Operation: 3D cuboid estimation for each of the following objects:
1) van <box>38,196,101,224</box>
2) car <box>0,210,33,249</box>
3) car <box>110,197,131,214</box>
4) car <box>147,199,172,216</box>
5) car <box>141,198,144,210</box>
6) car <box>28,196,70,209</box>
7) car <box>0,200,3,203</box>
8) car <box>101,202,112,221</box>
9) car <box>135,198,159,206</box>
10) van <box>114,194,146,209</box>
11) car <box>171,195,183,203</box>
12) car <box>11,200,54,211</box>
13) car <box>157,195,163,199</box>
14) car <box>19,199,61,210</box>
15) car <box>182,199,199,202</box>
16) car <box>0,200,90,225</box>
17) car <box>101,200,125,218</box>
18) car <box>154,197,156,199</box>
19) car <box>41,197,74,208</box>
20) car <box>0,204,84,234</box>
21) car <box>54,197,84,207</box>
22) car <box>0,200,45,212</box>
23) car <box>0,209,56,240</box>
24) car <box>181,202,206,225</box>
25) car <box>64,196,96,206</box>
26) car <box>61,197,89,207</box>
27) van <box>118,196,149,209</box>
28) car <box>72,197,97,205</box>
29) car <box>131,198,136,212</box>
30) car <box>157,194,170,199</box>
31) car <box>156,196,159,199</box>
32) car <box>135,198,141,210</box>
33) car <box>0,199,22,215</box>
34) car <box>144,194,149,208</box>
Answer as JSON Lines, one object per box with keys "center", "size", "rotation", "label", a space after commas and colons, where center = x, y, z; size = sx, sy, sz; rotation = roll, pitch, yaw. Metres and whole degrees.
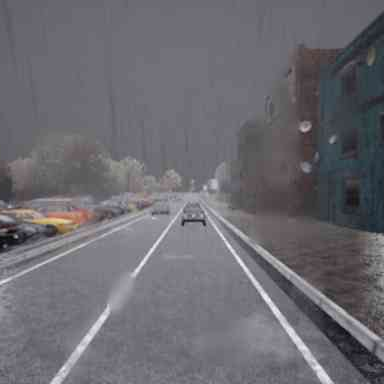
{"center": [-9.318, 1.494, 24.394], "size": [4.442, 1.987, 1.878], "rotation": [0, 0, 0], "label": "van"}
{"center": [-9.495, 1.634, 13.322], "size": [5.008, 1.535, 2.097], "rotation": [0, 0, 0], "label": "car"}
{"center": [-9.338, 1.673, 35.589], "size": [4.553, 1.767, 2.185], "rotation": [0, 0, 0], "label": "car"}
{"center": [-3.305, 1.786, 35.918], "size": [1.837, 1.490, 4.892], "rotation": [0, 0, 0], "label": "car"}
{"center": [-9.314, 1.854, 43.939], "size": [4.892, 1.521, 2.231], "rotation": [0, 0, 0], "label": "car"}
{"center": [-22.380, 1.651, 52.236], "size": [5.566, 2.045, 2.435], "rotation": [0, 0, 0], "label": "car"}
{"center": [-22.438, 1.527, 32.868], "size": [5.566, 2.045, 2.435], "rotation": [0, 0, 0], "label": "car"}
{"center": [-9.389, 1.770, 27.239], "size": [4.792, 1.488, 2.163], "rotation": [0, 0, 0], "label": "car"}
{"center": [-9.190, 2.045, 68.845], "size": [4.674, 1.452, 2.002], "rotation": [-1, 0, 1], "label": "car"}
{"center": [-9.188, 1.644, 46.723], "size": [4.442, 1.987, 1.878], "rotation": [0, 0, 0], "label": "van"}
{"center": [-3.113, 1.893, 77.320], "size": [1.994, 1.385, 4.181], "rotation": [0, 0, 0], "label": "car"}
{"center": [-22.389, 1.869, 46.790], "size": [5.008, 1.535, 2.097], "rotation": [0, 0, 0], "label": "car"}
{"center": [-9.005, 1.986, 66.203], "size": [5.366, 1.575, 1.946], "rotation": [0, 0, 0], "label": "car"}
{"center": [-22.554, 1.882, 49.451], "size": [5.366, 1.575, 1.946], "rotation": [0, 0, 0], "label": "car"}
{"center": [0.154, 1.811, 42.188], "size": [2.128, 1.511, 4.902], "rotation": [0, 0, 0], "label": "car"}
{"center": [-9.420, 1.573, 21.673], "size": [4.553, 1.767, 2.185], "rotation": [0, 0, 0], "label": "car"}
{"center": [-9.389, 1.819, 32.805], "size": [4.674, 1.452, 2.002], "rotation": [0, 0, 0], "label": "car"}
{"center": [-9.210, 1.968, 57.854], "size": [4.792, 1.488, 2.163], "rotation": [0, 0, 0], "label": "car"}
{"center": [-22.304, 1.794, 55.144], "size": [4.553, 1.767, 2.185], "rotation": [0, 0, 0], "label": "car"}
{"center": [-9.282, 1.675, 18.888], "size": [5.366, 1.575, 1.946], "rotation": [0, 0, 0], "label": "car"}
{"center": [-22.334, 1.828, 60.590], "size": [4.553, 1.767, 2.185], "rotation": [0, 0, 0], "label": "car"}
{"center": [-22.371, 1.881, 44.003], "size": [4.792, 1.488, 2.163], "rotation": [0, 0, 0], "label": "car"}
{"center": [-9.487, 1.697, 16.106], "size": [4.674, 1.452, 2.002], "rotation": [0, 0, 0], "label": "car"}
{"center": [0.117, 1.761, 25.988], "size": [2.033, 1.411, 5.357], "rotation": [0, 0, 0], "label": "car"}
{"center": [-22.298, 1.737, 66.285], "size": [5.566, 2.045, 2.435], "rotation": [0, 0, 0], "label": "car"}
{"center": [-22.318, 1.845, 63.374], "size": [4.553, 1.767, 2.185], "rotation": [0, 0, 0], "label": "car"}
{"center": [-9.156, 1.677, 52.165], "size": [4.442, 1.987, 1.878], "rotation": [0, 0, 0], "label": "van"}
{"center": [-22.222, 1.879, 69.070], "size": [4.553, 1.767, 2.185], "rotation": [0, 0, 0], "label": "car"}
{"center": [-9.360, 1.818, 38.373], "size": [4.892, 1.521, 2.231], "rotation": [0, 0, 0], "label": "car"}
{"center": [-9.257, 1.982, 92.181], "size": [4.792, 1.488, 2.163], "rotation": [0, 0, 0], "label": "car"}
{"center": [-9.236, 2.002, 63.421], "size": [4.792, 1.488, 2.163], "rotation": [0, 0, 0], "label": "car"}
{"center": [-9.522, 1.832, 41.157], "size": [5.366, 1.575, 1.946], "rotation": [0, 0, 0], "label": "car"}
{"center": [-22.464, 1.690, 38.436], "size": [4.553, 1.767, 2.185], "rotation": [0, 0, 0], "label": "car"}
{"center": [-9.260, 1.636, 49.507], "size": [5.566, 2.045, 2.435], "rotation": [0, 0, 0], "label": "car"}
